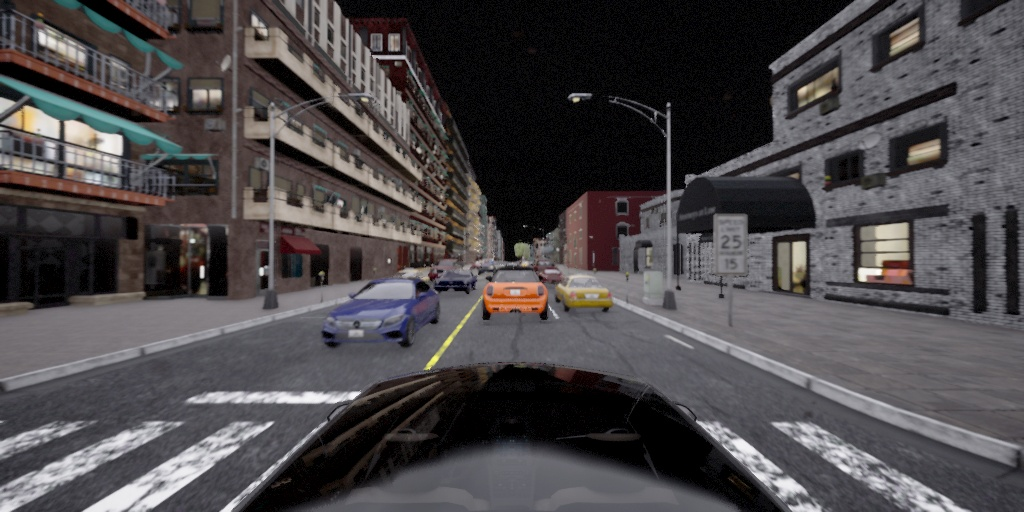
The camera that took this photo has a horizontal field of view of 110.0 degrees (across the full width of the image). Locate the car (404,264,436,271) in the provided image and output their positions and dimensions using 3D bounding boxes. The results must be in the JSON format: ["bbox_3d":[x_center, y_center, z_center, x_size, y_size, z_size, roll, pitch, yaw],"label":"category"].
[{"bbox_3d":[-5.684,1.355,19.608,1.751,1.417,4.829,0,0,0],"label":"car"}]

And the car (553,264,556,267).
[{"bbox_3d":[2.699,1.446,25.315,1.802,1.307,4.207,0,0,0],"label":"car"}]

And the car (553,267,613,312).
[{"bbox_3d":[2.695,1.328,14.407,1.751,1.417,4.829,0,0,0],"label":"car"}]

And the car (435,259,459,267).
[{"bbox_3d":[-5.679,1.207,30.857,2.192,1.841,5.009,0,0,0],"label":"car"}]

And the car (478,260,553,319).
[{"bbox_3d":[0.106,1.148,13.160,2.097,1.767,4.553,0,0,0],"label":"car"}]

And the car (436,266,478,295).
[{"bbox_3d":[-3.090,1.435,20.425,1.895,1.301,4.718,0,0,0],"label":"car"}]

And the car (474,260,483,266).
[{"bbox_3d":[-2.997,1.520,43.845,2.033,1.411,5.357,0,0,0],"label":"car"}]

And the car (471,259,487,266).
[{"bbox_3d":[-5.668,1.611,58.552,1.888,1.381,4.507,0,0,0],"label":"car"}]

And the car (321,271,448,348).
[{"bbox_3d":[-3.100,1.300,9.478,1.812,1.442,4.674,0,0,0],"label":"car"}]

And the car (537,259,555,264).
[{"bbox_3d":[2.702,1.211,30.854,2.192,1.841,5.009,0,0,0],"label":"car"}]
